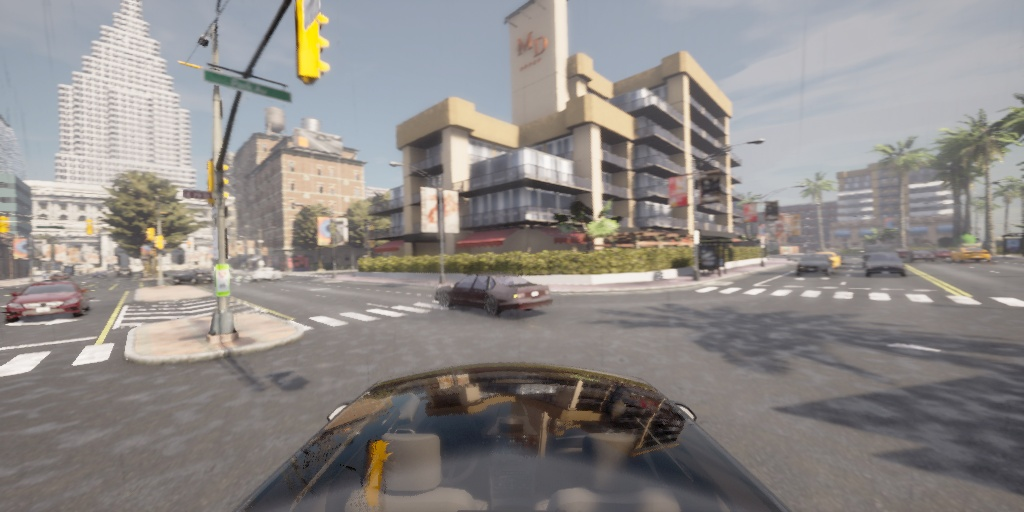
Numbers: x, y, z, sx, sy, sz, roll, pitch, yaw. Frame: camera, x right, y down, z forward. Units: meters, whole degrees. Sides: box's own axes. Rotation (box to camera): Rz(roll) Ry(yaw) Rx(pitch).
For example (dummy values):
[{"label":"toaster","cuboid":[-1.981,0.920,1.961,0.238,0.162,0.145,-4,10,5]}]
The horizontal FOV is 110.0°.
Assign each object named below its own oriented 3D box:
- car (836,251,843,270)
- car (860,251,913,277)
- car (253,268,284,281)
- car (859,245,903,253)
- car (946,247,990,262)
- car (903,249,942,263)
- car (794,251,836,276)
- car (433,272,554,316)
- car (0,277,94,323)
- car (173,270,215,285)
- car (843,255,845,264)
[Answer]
[{"label":"car","cuboid":[28.671,0.399,32.851,1.882,1.535,5.008,-2,0,45]},{"label":"car","cuboid":[24.693,0.583,23.819,2.033,1.411,5.357,-2,0,45]},{"label":"car","cuboid":[-27.968,2.087,41.117,1.812,1.442,4.674,-2,0,-16]},{"label":"car","cuboid":[31.630,0.057,30.876,2.150,2.045,5.566,-2,0,45]},{"label":"car","cuboid":[47.814,-0.156,37.499,1.882,1.535,5.008,-2,0,41]},{"label":"car","cuboid":[45.204,-0.010,39.828,2.033,1.411,5.357,-2,0,41]},{"label":"car","cuboid":[22.038,0.618,26.110,1.837,1.490,4.892,-2,0,45]},{"label":"car","cuboid":[-0.908,1.324,13.520,2.033,1.411,5.357,-2,0,-42]},{"label":"car","cuboid":[-19.632,1.845,15.364,4.674,1.442,1.812,-2,0,44]},{"label":"car","cuboid":[-33.616,2.218,37.996,4.902,1.511,2.128,-2,0,22]},{"label":"car","cuboid":[35.942,0.216,40.241,1.837,1.490,4.892,-2,0,45]}]
